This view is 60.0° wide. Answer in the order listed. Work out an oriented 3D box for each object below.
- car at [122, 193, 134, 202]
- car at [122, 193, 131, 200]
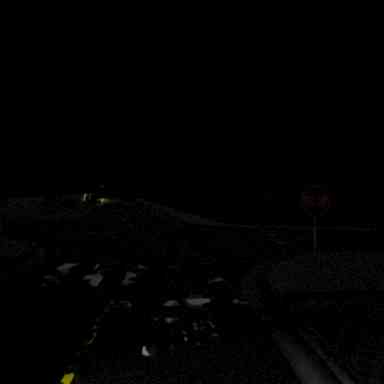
[{"bbox_3d":[-12.026,1.157,62.821,1.882,1.535,5.008,0,0,-13],"label":"car"},{"bbox_3d":[-14.389,1.007,72.971,1.837,1.490,4.892,0,0,-13],"label":"car"}]
